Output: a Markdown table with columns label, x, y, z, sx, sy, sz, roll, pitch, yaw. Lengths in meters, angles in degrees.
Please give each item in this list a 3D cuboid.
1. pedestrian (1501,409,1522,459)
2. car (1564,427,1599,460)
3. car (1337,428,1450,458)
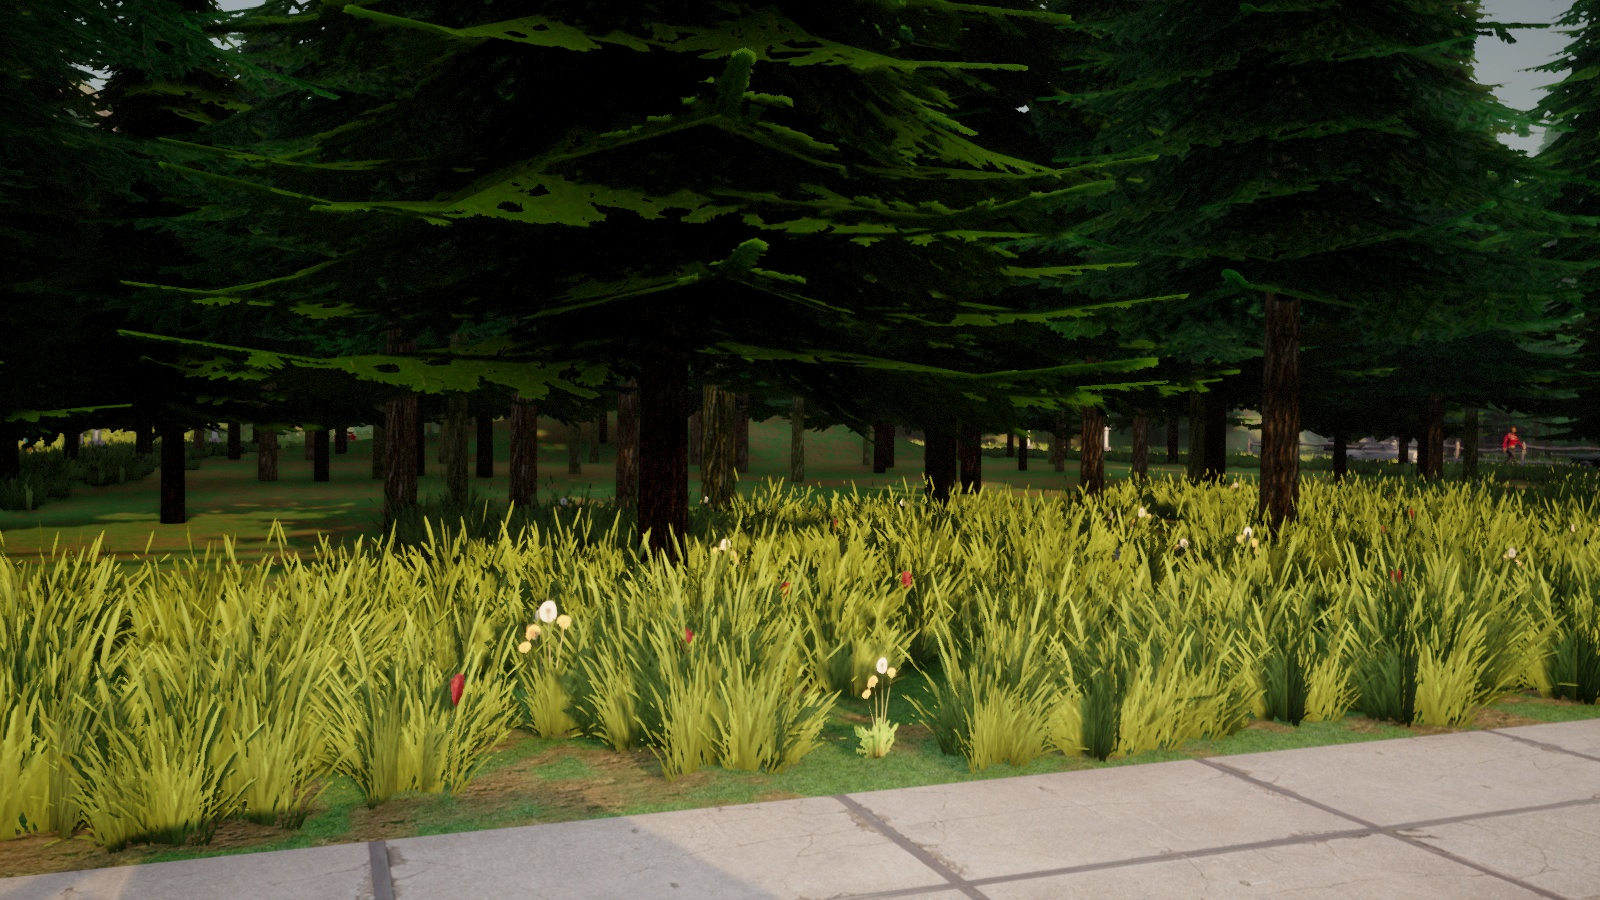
| label | x | y | z | sx | sy | sz | roll | pitch | yaw |
| --- | --- | --- | --- | --- | --- | --- | --- | --- | --- |
| pedestrian | 26.575 | -0.592 | 46.906 | 0.331 | 1.846 | 0.636 | -1 | 1 | -15 |
| car | 33.296 | -0.273 | 50.058 | 1.895 | 1.301 | 4.718 | -1 | 1 | -20 |
| car | 27.001 | -0.325 | 57.298 | 1.895 | 1.301 | 4.718 | -1 | 1 | -20 |
